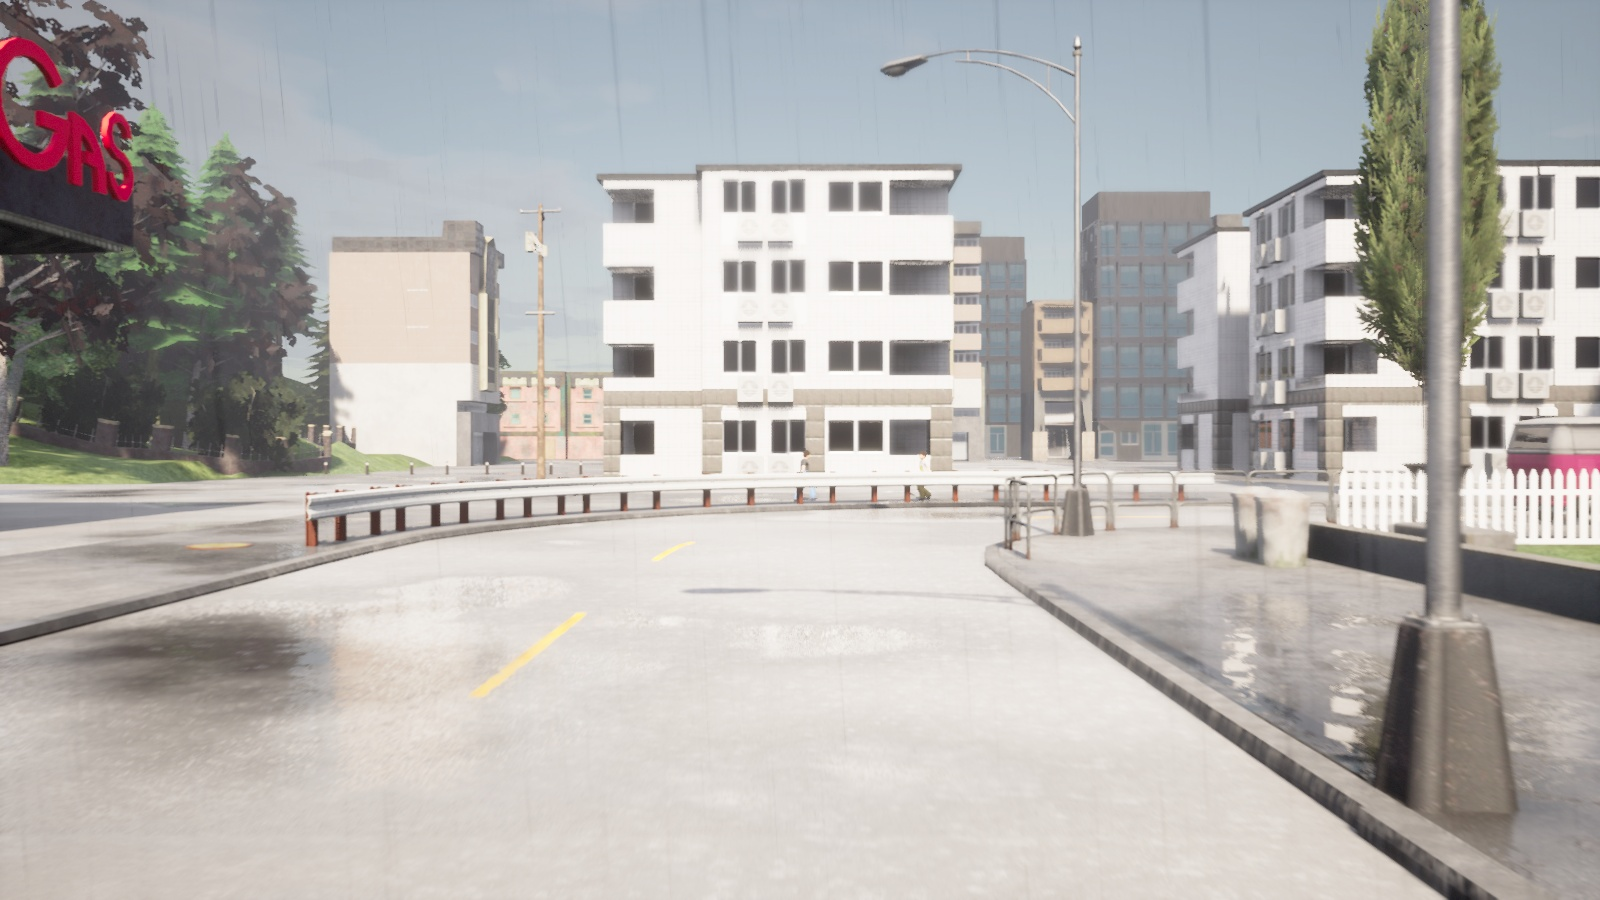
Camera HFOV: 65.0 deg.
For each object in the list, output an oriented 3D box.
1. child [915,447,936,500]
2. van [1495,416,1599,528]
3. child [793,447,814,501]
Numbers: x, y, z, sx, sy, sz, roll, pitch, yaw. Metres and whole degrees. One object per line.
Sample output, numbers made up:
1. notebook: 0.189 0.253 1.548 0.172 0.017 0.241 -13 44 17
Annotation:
1. child: 3.039 0.569 30.452 0.437 1.263 0.270 0 0 -17
2. van: 15.546 0.383 23.185 4.442 1.987 1.775 0 0 0
3. child: 0.085 0.569 29.830 0.437 1.263 0.270 0 0 -29
